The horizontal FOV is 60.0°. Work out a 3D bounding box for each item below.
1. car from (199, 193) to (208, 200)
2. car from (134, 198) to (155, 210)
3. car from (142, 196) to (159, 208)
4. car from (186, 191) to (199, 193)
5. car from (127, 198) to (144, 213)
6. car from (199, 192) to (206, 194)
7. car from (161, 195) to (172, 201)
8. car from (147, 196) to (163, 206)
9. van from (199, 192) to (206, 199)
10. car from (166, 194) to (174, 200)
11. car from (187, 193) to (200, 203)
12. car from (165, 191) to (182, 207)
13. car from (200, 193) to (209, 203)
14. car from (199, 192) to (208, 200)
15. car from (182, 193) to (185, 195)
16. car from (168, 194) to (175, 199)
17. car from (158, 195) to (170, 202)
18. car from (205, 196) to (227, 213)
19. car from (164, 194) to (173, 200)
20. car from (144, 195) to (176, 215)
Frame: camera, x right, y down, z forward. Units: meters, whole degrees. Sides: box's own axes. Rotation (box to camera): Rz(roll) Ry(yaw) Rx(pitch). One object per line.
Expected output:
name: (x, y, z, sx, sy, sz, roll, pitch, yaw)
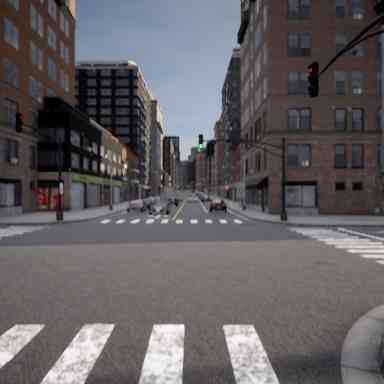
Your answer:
car: (2.838, 1.138, 80.274, 1.967, 1.590, 4.097, 1, 0, 0)
car: (-5.800, 1.413, 41.194, 1.947, 1.339, 4.313, 1, 0, 0)
car: (-5.786, 1.353, 46.610, 1.752, 1.417, 4.829, 1, 0, 0)
car: (0.142, 1.116, 72.360, 1.994, 1.385, 4.181, 0, 0, 0)
car: (-5.815, 1.448, 35.608, 1.802, 1.307, 4.206, 1, 0, 0)
car: (2.811, 1.184, 69.103, 1.967, 1.590, 4.097, 1, 0, 0)
car: (-5.713, 1.287, 74.709, 1.947, 1.339, 4.313, 1, 0, 0)
car: (-5.771, 1.358, 52.366, 2.008, 1.369, 4.403, 1, 0, 0)
van: (2.865, 0.993, 91.445, 1.690, 1.788, 3.998, 1, 0, 0)
car: (-5.684, 1.201, 85.711, 1.752, 1.417, 4.829, 1, 0, 0)
car: (0.118, 1.371, 62.384, 1.895, 1.301, 4.718, 0, 0, 0)
car: (-2.991, 1.046, 47.424, 2.150, 2.045, 5.566, 0, 0, 0)
car: (2.796, 1.348, 63.518, 1.802, 1.307, 4.206, 1, 0, 0)
car: (2.853, 0.990, 85.859, 2.192, 1.841, 5.009, 1, 0, 0)
car: (-2.872, 1.357, 66.533, 2.033, 1.411, 5.357, 0, 0, 0)
car: (-5.670, 1.233, 91.467, 1.802, 1.307, 4.206, 1, 0, 0)
car: (-5.728, 1.294, 69.123, 2.008, 1.369, 4.403, 1, 0, 0)
car: (2.730, 1.411, 35.589, 1.887, 1.381, 4.507, 1, 0, 0)
car: (-5.698, 1.264, 80.295, 1.947, 1.339, 4.313, 1, 0, 0)
car: (-3.043, 1.369, 32.394, 2.128, 1.511, 4.902, 0, 0, 0)
